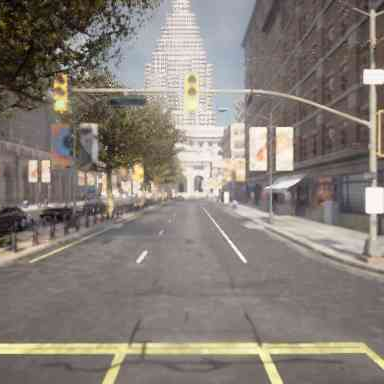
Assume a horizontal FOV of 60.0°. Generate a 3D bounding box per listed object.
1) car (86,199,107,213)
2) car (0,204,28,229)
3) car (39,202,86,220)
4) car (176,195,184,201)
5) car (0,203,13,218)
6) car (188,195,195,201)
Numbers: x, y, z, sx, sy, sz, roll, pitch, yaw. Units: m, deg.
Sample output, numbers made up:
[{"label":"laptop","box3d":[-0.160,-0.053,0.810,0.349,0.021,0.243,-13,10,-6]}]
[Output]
[{"label":"car","box3d":[-11.559,1.627,39.802,1.837,1.490,4.892,0,0,1]},{"label":"car","box3d":[-11.602,1.565,19.766,1.837,1.490,4.892,0,0,0]},{"label":"car","box3d":[-11.588,1.638,29.663,2.033,1.411,5.357,0,0,0]},{"label":"car","box3d":[-3.527,1.805,92.566,2.128,1.511,4.902,0,0,0]},{"label":"car","box3d":[-18.258,1.686,29.829,1.895,1.301,4.718,0,0,0]},{"label":"car","box3d":[-0.027,1.819,92.567,2.033,1.411,5.357,0,0,0]}]
